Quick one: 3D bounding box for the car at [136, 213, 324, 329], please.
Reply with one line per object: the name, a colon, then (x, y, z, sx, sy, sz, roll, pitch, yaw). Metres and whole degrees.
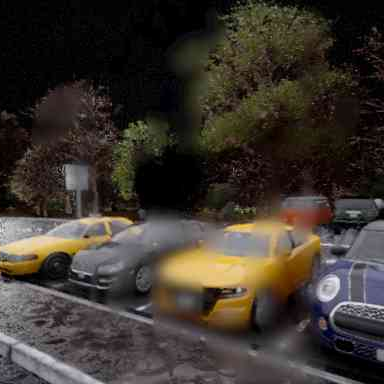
car: (1.359, 1.468, 7.307, 2.097, 1.535, 5.008, 0, 0, 36)

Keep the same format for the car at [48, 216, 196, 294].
car: (-0.897, 1.474, 8.918, 2.231, 1.521, 4.892, 0, 0, 36)

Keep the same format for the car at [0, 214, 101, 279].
car: (-3.261, 1.483, 10.372, 1.946, 1.575, 5.366, 0, 0, 36)

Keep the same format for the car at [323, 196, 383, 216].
car: (9.155, 1.215, 17.839, 2.435, 2.045, 5.566, 0, 0, 36)

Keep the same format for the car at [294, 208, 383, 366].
car: (3.634, 1.346, 5.714, 2.185, 1.767, 4.553, 0, 0, 36)

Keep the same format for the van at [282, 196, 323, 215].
van: (6.854, 1.246, 19.593, 1.878, 1.987, 4.442, 0, 0, 36)
